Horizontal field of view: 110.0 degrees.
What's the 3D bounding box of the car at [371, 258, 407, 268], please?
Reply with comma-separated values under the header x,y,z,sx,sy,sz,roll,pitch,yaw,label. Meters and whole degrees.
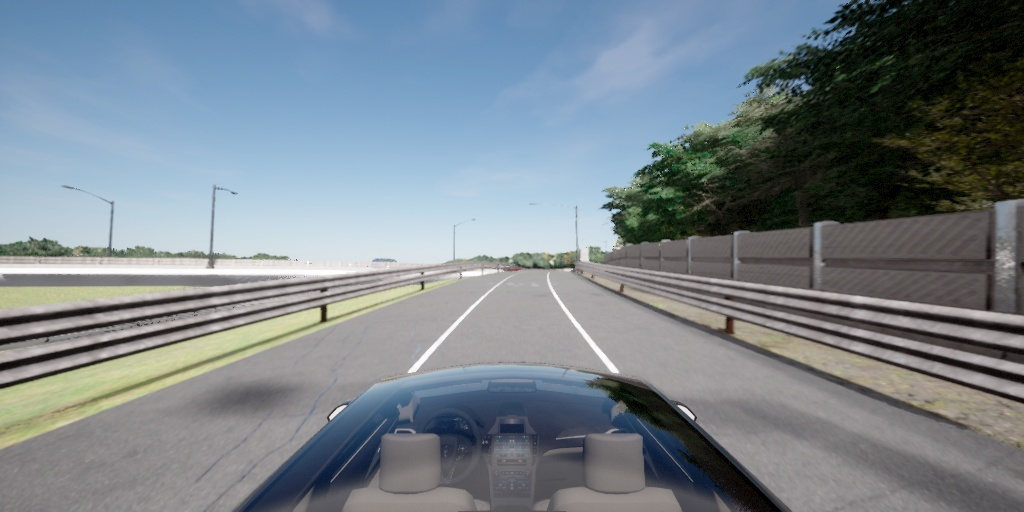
x,y,z,sx,sy,sz,roll,pitch,yaw,label
-19.461,1.411,57.248,5.566,2.045,2.150,2,-4,-33,car
